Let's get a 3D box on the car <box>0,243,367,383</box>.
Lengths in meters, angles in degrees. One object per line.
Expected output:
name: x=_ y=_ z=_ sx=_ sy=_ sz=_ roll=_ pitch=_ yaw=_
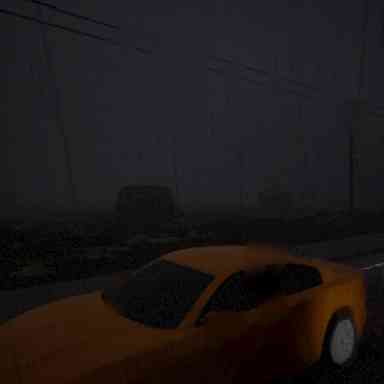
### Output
car: x=0.216 y=1.480 z=4.155 sx=5.008 sy=1.535 sz=1.882 roll=0 pitch=0 yaw=-36
